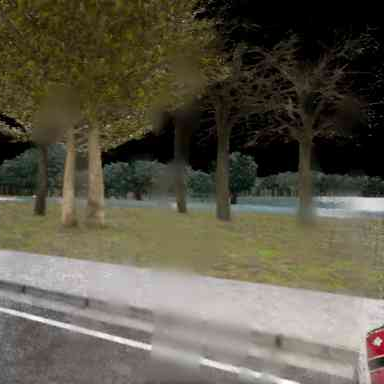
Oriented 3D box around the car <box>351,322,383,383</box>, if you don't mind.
[{"bbox_3d":[3.592,1.493,2.261,4.553,1.767,2.097,1,-2,26],"label":"car"}]
